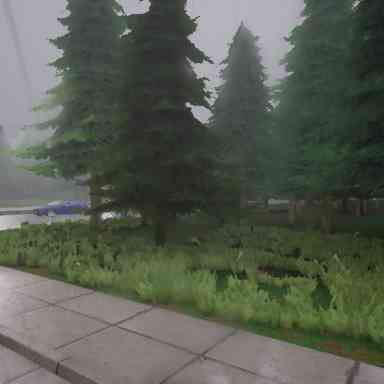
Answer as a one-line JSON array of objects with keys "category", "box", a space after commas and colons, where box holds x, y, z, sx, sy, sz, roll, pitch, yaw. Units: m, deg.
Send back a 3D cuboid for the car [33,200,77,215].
[{"category": "car", "box": [-11.975, 1.451, 30.465, 1.882, 1.535, 5.008, 0, 0, 34]}]
